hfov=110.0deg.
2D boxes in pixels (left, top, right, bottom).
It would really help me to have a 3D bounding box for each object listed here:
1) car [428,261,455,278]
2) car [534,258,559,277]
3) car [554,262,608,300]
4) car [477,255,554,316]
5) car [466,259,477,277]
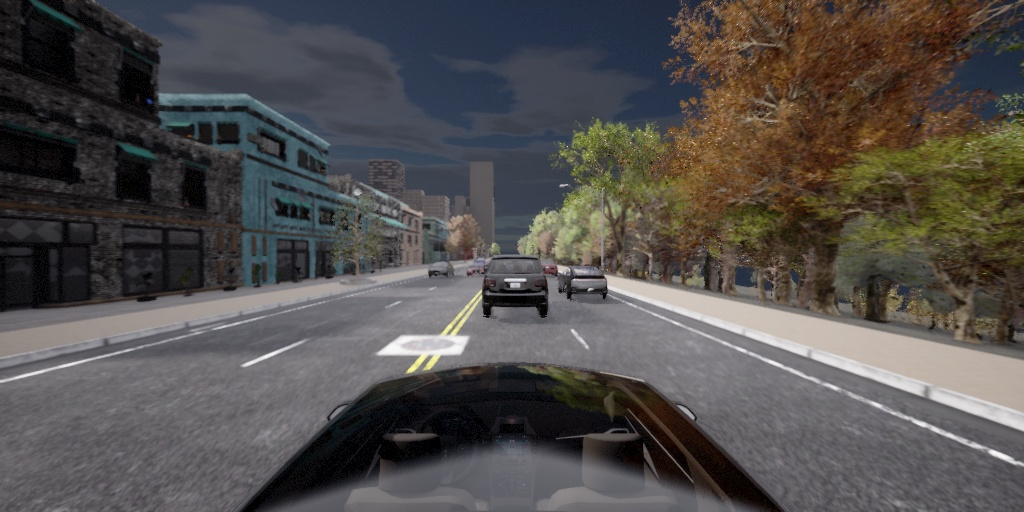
[{"bbox_3d":[-6.592,1.251,33.747,1.837,1.490,4.892,0,0,0],"label":"car"},{"bbox_3d":[3.354,1.098,36.031,2.097,1.767,4.553,0,0,0],"label":"car"},{"bbox_3d":[3.352,1.240,17.730,2.128,1.511,4.902,0,0,0],"label":"car"},{"bbox_3d":[0.102,0.970,13.408,2.150,2.045,5.566,0,0,0],"label":"car"},{"bbox_3d":[-3.339,1.310,35.368,1.994,1.385,4.181,0,0,0],"label":"car"}]
